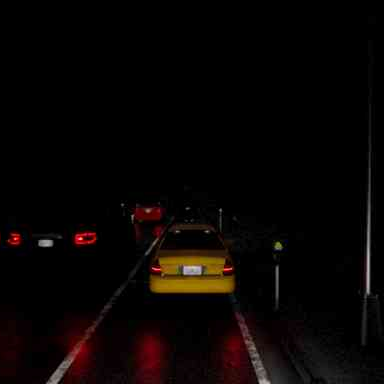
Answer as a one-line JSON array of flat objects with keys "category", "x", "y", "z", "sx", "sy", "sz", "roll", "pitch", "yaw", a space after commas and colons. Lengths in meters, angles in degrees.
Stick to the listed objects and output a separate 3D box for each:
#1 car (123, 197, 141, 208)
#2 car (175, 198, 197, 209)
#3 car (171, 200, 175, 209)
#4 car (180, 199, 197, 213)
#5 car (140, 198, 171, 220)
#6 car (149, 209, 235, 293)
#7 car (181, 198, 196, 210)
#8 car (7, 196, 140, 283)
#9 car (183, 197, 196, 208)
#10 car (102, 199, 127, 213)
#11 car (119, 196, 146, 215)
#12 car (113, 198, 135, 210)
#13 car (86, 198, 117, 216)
[{"category": "car", "x": -8.919, "y": 1.549, "z": 49.600, "sx": 1.887, "sy": 1.381, "sz": 4.507, "roll": -1, "pitch": 0, "yaw": 0}, {"category": "car", "x": -0.393, "y": 1.565, "z": 33.084, "sx": 1.947, "sy": 1.339, "sz": 4.313, "roll": -1, "pitch": 0, "yaw": 0}, {"category": "car", "x": -3.063, "y": 1.565, "z": 40.595, "sx": 1.994, "sy": 1.385, "sz": 4.181, "roll": 0, "pitch": 0, "yaw": 0}, {"category": "car", "x": -0.393, "y": 1.546, "z": 38.589, "sx": 1.887, "sy": 1.381, "sz": 4.507, "roll": -1, "pitch": 0, "yaw": 0}, {"category": "car", "x": -3.066, "y": 1.352, "z": 25.468, "sx": 2.097, "sy": 1.767, "sz": 4.553, "roll": 0, "pitch": 0, "yaw": 1}, {"category": "car", "x": 0.005, "y": 1.455, "z": 8.841, "sx": 1.801, "sy": 1.575, "sz": 5.366, "roll": 0, "pitch": 0, "yaw": 0}, {"category": "car", "x": -0.393, "y": 1.548, "z": 44.094, "sx": 1.887, "sy": 1.381, "sz": 4.507, "roll": -1, "pitch": 0, "yaw": 0}, {"category": "car", "x": -3.146, "y": 1.216, "z": 9.843, "sx": 2.150, "sy": 2.045, "sz": 5.566, "roll": 0, "pitch": 0, "yaw": 0}, {"category": "car", "x": -0.394, "y": 1.550, "z": 49.600, "sx": 1.887, "sy": 1.381, "sz": 4.507, "roll": -1, "pitch": 0, "yaw": 0}, {"category": "car", "x": -8.918, "y": 1.567, "z": 38.589, "sx": 1.947, "sy": 1.339, "sz": 4.313, "roll": -1, "pitch": 0, "yaw": 0}, {"category": "car", "x": -6.229, "y": 1.352, "z": 35.244, "sx": 2.097, "sy": 1.767, "sz": 4.553, "roll": 0, "pitch": 0, "yaw": 0}, {"category": "car", "x": -8.918, "y": 1.554, "z": 44.095, "sx": 2.008, "sy": 1.369, "sz": 4.403, "roll": -1, "pitch": 0, "yaw": 0}, {"category": "car", "x": -8.920, "y": 1.440, "z": 33.084, "sx": 1.967, "sy": 1.590, "sz": 4.097, "roll": -1, "pitch": 0, "yaw": 0}]
